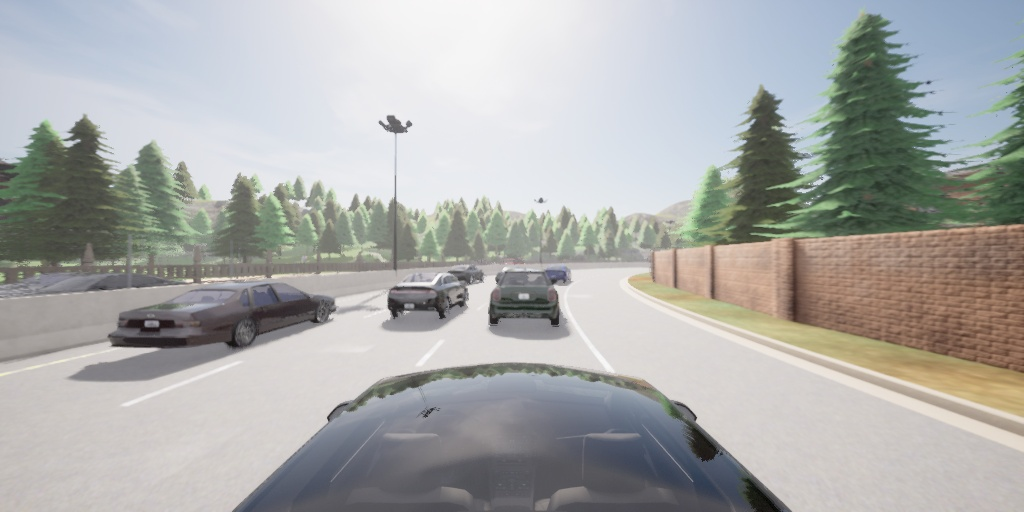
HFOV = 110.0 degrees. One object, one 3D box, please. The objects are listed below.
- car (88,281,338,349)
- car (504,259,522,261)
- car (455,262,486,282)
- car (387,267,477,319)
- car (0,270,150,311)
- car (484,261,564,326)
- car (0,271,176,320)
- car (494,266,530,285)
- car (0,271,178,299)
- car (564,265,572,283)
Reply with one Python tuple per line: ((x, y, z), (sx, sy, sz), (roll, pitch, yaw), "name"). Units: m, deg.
((-6.742, 1.359, 9.337), (2.033, 1.411, 5.357), (0, 0, 3), "car")
((-0.199, 1.415, 56.837), (2.150, 2.045, 5.566), (0, -1, 30), "car")
((-3.684, 1.478, 29.453), (1.837, 1.490, 4.892), (0, -1, 14), "car")
((-2.925, 1.336, 13.354), (2.128, 1.511, 4.902), (0, 0, 5), "car")
((-20.495, 1.418, 16.494), (2.033, 1.411, 5.357), (0, 0, 5), "car")
((0.500, 1.187, 12.325), (2.097, 1.767, 4.553), (0, 0, 4), "car")
((-17.175, 1.401, 14.437), (2.033, 1.411, 5.357), (0, 0, 4), "car")
((0.096, 1.542, 30.025), (1.994, 1.385, 4.181), (0, 0, 15), "car")
((-13.767, 1.311, 11.985), (1.882, 1.535, 5.008), (0, 0, 4), "car")
((3.976, 1.462, 30.893), (1.882, 1.535, 5.008), (0, -1, 16), "car")
